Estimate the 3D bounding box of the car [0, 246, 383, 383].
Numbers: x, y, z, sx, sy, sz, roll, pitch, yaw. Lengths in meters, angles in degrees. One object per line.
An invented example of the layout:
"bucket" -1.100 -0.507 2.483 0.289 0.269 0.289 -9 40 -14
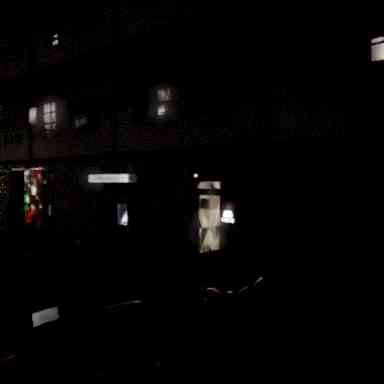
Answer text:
"car" 1.118 1.315 2.015 5.009 1.841 2.192 0 1 36
